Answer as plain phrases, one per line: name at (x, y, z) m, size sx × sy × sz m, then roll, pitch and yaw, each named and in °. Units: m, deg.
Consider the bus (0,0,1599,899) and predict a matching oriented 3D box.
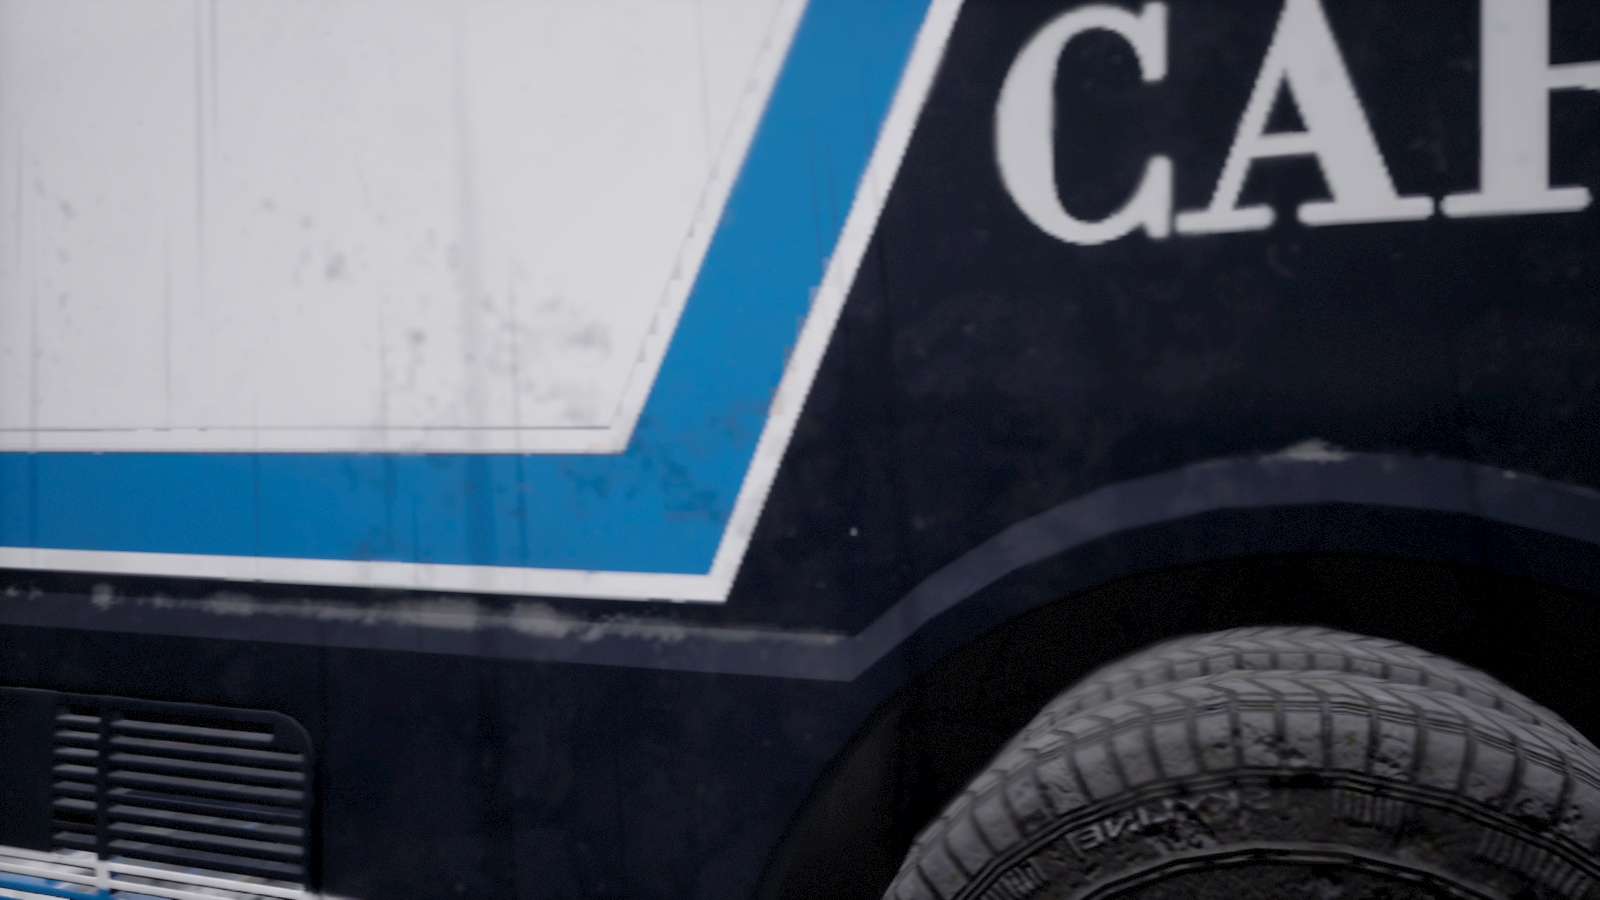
bus at (-1.440, -0.615, 3.704) m, size 10.273 × 4.253 × 3.944 m, roll 1°, pitch 1°, yaw 20°
